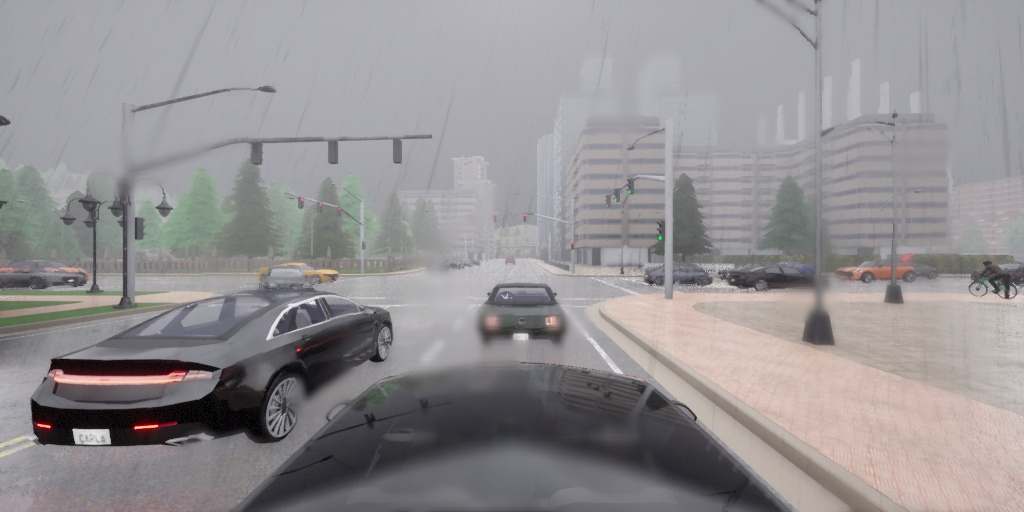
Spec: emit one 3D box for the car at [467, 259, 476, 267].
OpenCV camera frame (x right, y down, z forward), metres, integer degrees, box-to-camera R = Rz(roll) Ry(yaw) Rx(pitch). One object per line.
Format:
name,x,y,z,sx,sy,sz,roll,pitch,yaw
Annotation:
car,-8.150,1.254,64.164,1.837,1.490,4.892,0,0,3

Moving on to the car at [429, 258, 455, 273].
car,-8.861,1.241,44.299,2.128,1.511,4.902,0,0,2

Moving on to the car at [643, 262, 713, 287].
car,11.010,1.314,23.949,4.181,1.385,1.994,0,0,2

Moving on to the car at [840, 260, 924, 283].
car,27.417,1.102,27.107,4.553,1.767,2.097,0,0,2

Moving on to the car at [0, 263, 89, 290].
car,-28.689,1.314,21.775,4.181,1.385,1.994,0,0,2

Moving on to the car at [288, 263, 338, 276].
car,-14.644,1.227,24.800,5.008,1.535,1.882,0,0,2

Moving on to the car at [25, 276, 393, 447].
car,-3.330,1.242,5.313,2.128,1.511,4.902,0,0,1

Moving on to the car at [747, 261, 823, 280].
car,23.311,1.227,30.748,5.008,1.535,1.882,0,0,2

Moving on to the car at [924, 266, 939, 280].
car,33.267,1.314,30.415,4.181,1.385,1.994,0,0,1

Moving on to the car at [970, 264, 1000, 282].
car,37.532,1.227,26.761,5.008,1.535,1.882,0,0,2

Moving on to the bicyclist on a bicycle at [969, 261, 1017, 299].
bicyclist on a bicycle,21.182,1.051,15.827,0.582,1.620,1.656,0,0,2

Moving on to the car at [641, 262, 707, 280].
car,13.964,1.255,31.057,4.892,1.490,1.837,0,0,2

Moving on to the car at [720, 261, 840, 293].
car,15.024,1.227,20.316,5.008,1.535,1.882,0,0,2

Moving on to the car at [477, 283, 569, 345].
car,0.263,1.351,9.464,1.895,1.301,4.718,0,0,1

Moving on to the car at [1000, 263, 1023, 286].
car,35.450,1.255,23.141,4.892,1.490,1.837,0,0,2

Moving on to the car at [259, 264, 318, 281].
car,-11.222,1.275,17.776,1.812,1.442,4.674,1,-1,-38

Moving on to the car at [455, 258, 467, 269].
car,-8.525,1.102,54.027,2.097,1.767,4.553,0,0,2

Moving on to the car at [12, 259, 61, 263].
car,-33.105,1.102,25.437,4.553,1.767,2.097,0,0,2
